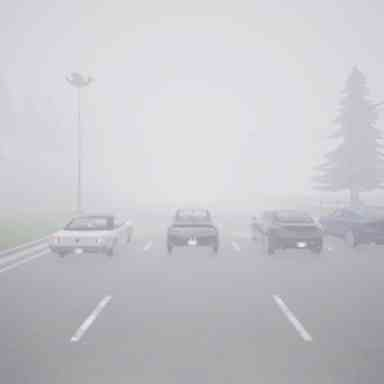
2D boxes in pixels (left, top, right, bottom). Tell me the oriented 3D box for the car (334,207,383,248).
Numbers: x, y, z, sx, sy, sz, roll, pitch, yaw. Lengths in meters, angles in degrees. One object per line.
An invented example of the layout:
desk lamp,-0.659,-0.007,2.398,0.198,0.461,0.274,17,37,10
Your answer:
car,7.048,1.366,14.232,1.882,1.535,5.008,0,1,0

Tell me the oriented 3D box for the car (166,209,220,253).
car,0.039,1.390,13.045,2.128,1.511,4.902,0,0,1

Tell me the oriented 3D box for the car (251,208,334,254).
car,3.539,1.404,13.070,1.837,1.490,4.892,0,1,1

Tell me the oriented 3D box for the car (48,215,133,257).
car,-3.468,1.504,12.430,1.895,1.301,4.718,0,0,1
